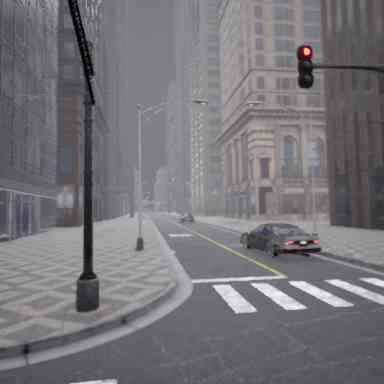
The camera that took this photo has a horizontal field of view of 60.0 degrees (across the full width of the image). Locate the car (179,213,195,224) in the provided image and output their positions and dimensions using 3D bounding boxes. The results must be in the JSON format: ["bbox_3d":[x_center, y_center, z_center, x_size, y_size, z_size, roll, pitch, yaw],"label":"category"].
[{"bbox_3d":[-0.714,3.686,46.996,1.812,1.442,4.674,0,-3,-8],"label":"car"}]

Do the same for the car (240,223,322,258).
[{"bbox_3d":[4.020,2.220,15.971,2.033,1.411,5.357,0,-3,-12],"label":"car"}]
